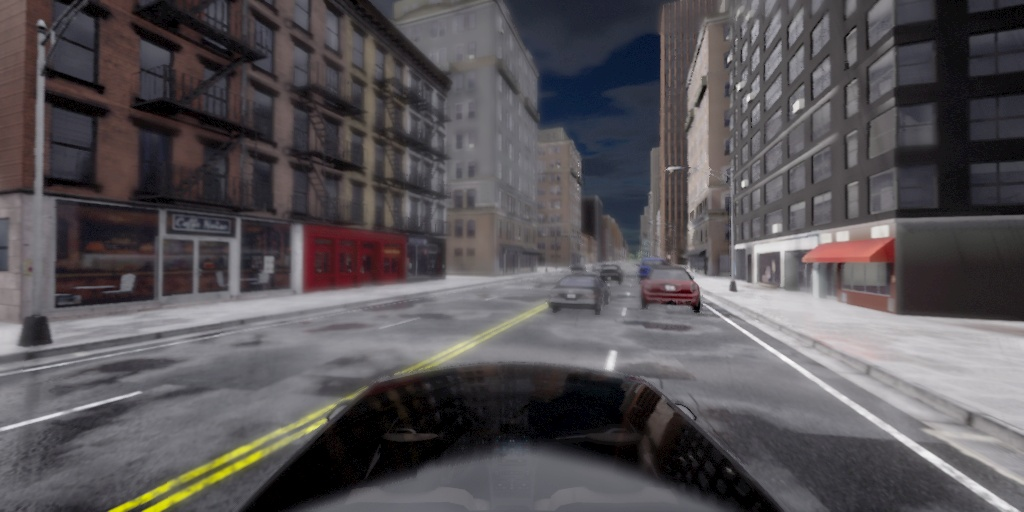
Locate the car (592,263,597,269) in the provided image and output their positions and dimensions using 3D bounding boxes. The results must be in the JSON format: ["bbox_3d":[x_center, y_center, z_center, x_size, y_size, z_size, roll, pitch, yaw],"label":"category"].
[{"bbox_3d":[13.206,1.735,54.192,2.128,1.511,4.902,0,-1,20],"label":"car"}]

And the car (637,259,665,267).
[{"bbox_3d":[11.176,1.227,28.432,2.150,2.045,5.566,0,0,20],"label":"car"}]

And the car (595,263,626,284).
[{"bbox_3d":[8.513,1.528,30.614,1.837,1.490,4.892,0,0,20],"label":"car"}]

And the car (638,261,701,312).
[{"bbox_3d":[6.612,1.231,15.314,2.097,1.767,4.553,0,-1,20],"label":"car"}]

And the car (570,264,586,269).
[{"bbox_3d":[10.335,1.858,55.810,1.895,1.301,4.718,0,-1,20],"label":"car"}]

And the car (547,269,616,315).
[{"bbox_3d":[2.837,1.417,14.435,2.033,1.411,5.357,0,-1,20],"label":"car"}]
